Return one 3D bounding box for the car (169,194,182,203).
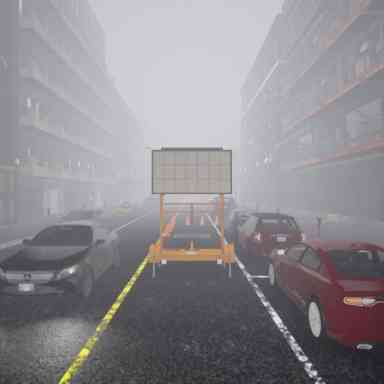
[{"bbox_3d":[-3.015,1.475,68.435,2.128,1.511,4.902,0,0,0],"label":"car"}]

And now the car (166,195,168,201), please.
[{"bbox_3d":[-5.702,1.570,57.035,1.802,1.307,4.206,0,0,0],"label":"car"}]

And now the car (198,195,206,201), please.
[{"bbox_3d":[2.674,1.503,79.748,1.752,1.417,4.829,0,0,0],"label":"car"}]

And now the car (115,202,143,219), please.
[{"bbox_3d":[-5.696,1.523,28.682,1.752,1.417,4.829,0,0,0],"label":"car"}]

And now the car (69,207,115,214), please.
[{"bbox_3d":[-5.693,1.566,17.579,1.947,1.339,4.313,0,0,0],"label":"car"}]

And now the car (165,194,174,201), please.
[{"bbox_3d":[-5.708,1.415,85.216,1.967,1.590,4.097,0,0,0],"label":"car"}]

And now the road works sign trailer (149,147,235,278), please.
[{"bbox_3d":[-0.003,0.465,10.074,2.380,3.560,2.880,0,0,0],"label":"road works sign trailer"}]

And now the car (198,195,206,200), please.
[{"bbox_3d":[2.671,1.517,90.851,1.887,1.381,4.507,0,0,0],"label":"car"}]

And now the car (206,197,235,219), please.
[{"bbox_3d":[2.686,1.313,28.851,2.192,1.841,5.009,0,0,0],"label":"car"}]

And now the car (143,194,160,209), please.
[{"bbox_3d":[-5.699,1.432,45.762,1.967,1.590,4.097,0,0,0],"label":"car"}]

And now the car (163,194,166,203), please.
[{"bbox_3d":[-5.700,1.305,51.399,2.192,1.841,5.009,0,0,0],"label":"car"}]

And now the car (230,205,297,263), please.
[{"bbox_3d":[2.689,1.440,11.942,1.967,1.590,4.097,0,0,0],"label":"car"}]

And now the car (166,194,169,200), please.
[{"bbox_3d":[-5.706,1.293,79.581,2.192,1.841,5.009,0,0,0],"label":"car"}]

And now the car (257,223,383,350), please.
[{"bbox_3d":[2.690,1.545,6.305,1.887,1.381,4.507,0,0,0],"label":"car"}]

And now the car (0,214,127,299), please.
[{"bbox_3d":[-3.102,1.526,8.558,1.812,1.442,4.674,0,0,0],"label":"car"}]

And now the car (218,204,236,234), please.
[{"bbox_3d":[2.688,1.550,17.577,2.008,1.369,4.403,0,0,0],"label":"car"}]
